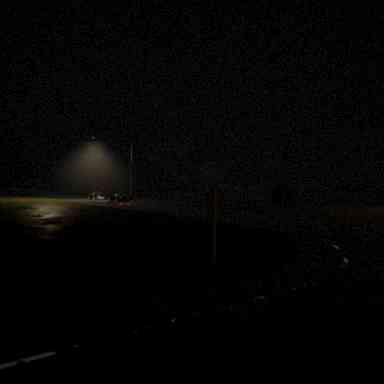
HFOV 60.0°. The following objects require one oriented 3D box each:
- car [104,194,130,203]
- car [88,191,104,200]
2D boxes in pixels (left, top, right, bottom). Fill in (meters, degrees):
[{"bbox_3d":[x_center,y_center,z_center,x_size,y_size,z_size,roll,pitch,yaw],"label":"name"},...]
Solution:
[{"bbox_3d":[-11.423,0.935,51.581,1.895,1.301,4.718,2,0,-35],"label":"car"},{"bbox_3d":[-17.177,0.646,59.722,1.837,1.490,4.892,2,0,-35],"label":"car"}]
